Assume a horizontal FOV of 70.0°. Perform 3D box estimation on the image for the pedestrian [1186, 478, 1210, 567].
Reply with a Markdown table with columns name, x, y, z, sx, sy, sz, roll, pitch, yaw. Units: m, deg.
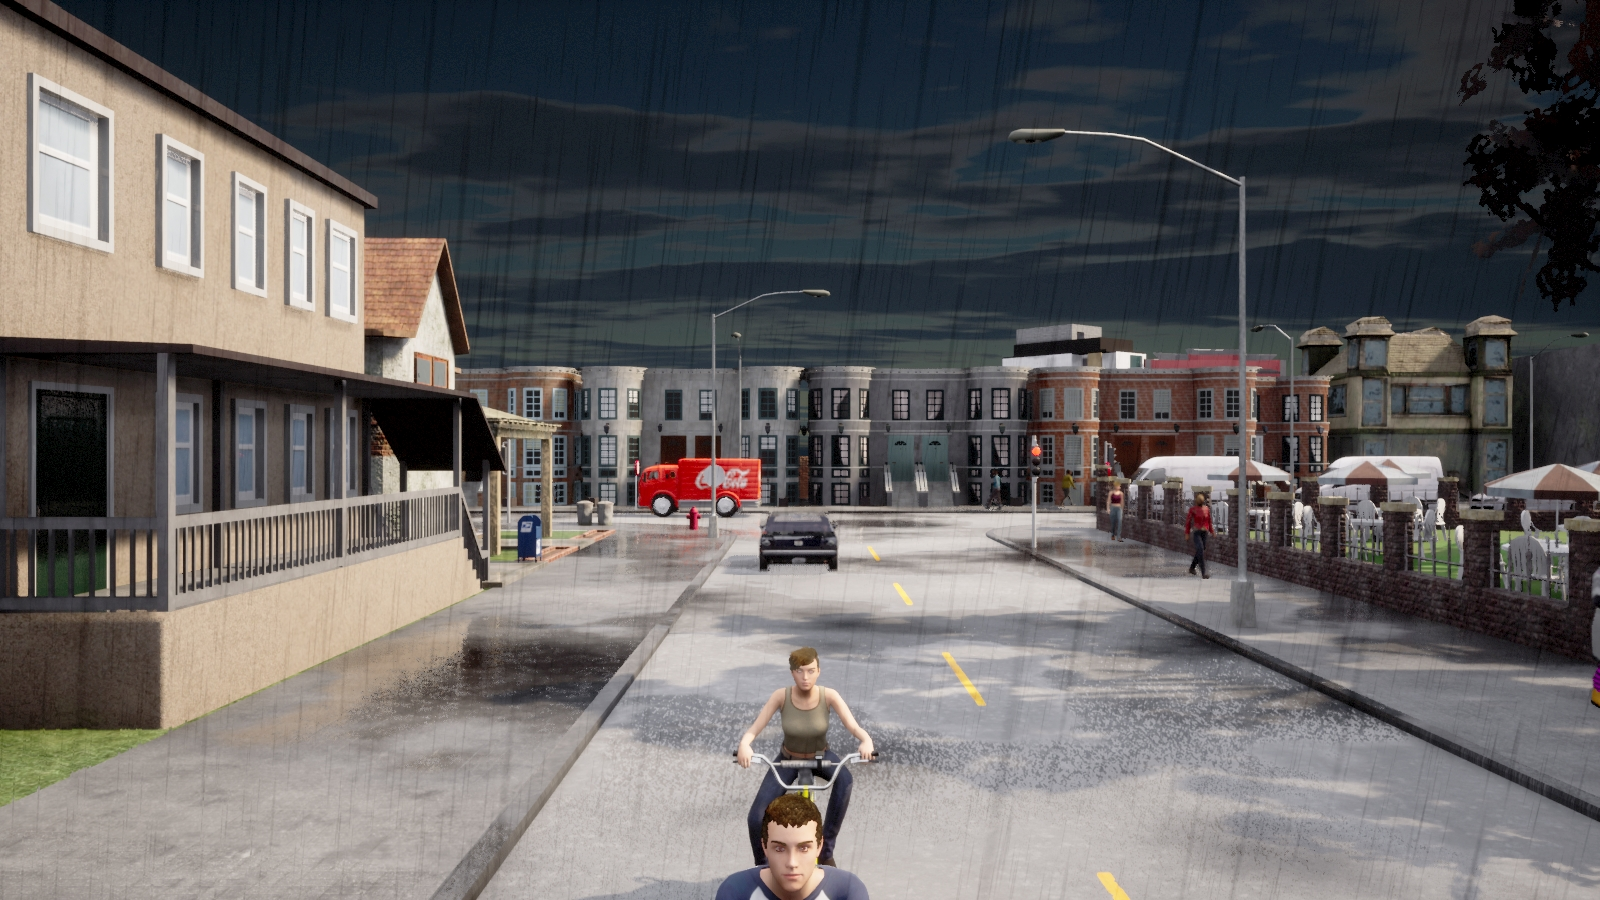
| name | x | y | z | sx | sy | sz | roll | pitch | yaw |
| --- | --- | --- | --- | --- | --- | --- | --- | --- | --- |
| pedestrian | 8.424 | 1.534 | 24.183 | 0.375 | 1.860 | 0.375 | 0 | 0 | -3 |

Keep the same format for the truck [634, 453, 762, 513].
| name | x | y | z | sx | sy | sz | roll | pitch | yaw |
| --- | --- | --- | --- | --- | --- | --- | --- | --- | --- |
| truck | -4.280 | 1.369 | 48.834 | 5.204 | 2.467 | 2.627 | 0 | 0 | 1 |

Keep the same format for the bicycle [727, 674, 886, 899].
| name | x | y | z | sx | sy | sz | roll | pitch | yaw |
| --- | --- | --- | --- | --- | --- | --- | --- | --- | --- |
| bicycle | 0.033 | 2.040 | 6.906 | 0.859 | 1.080 | 1.487 | 0 | 0 | 0 |

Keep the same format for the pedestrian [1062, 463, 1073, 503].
| name | x | y | z | sx | sy | sz | roll | pitch | yaw |
| --- | --- | --- | --- | --- | --- | --- | --- | --- | --- |
| pedestrian | 12.562 | 1.546 | 53.625 | 0.375 | 1.860 | 0.375 | 0 | 0 | -22 |

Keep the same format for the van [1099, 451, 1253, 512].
| name | x | y | z | sx | sy | sz | roll | pitch | yaw |
| --- | --- | --- | --- | --- | --- | --- | --- | --- | --- |
| van | 16.012 | 1.335 | 48.876 | 5.915 | 2.561 | 1.988 | 0 | 0 | 0 |

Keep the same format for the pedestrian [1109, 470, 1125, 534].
| name | x | y | z | sx | sy | sz | roll | pitch | yaw |
| --- | --- | --- | --- | --- | --- | --- | --- | --- | --- |
| pedestrian | 9.324 | 1.531 | 33.627 | 0.375 | 1.860 | 0.375 | 0 | 0 | 1 |

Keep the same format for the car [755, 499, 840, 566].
| name | x | y | z | sx | sy | sz | roll | pitch | yaw |
| --- | --- | --- | --- | --- | --- | --- | --- | --- | --- |
| car | -0.078 | 1.947 | 27.858 | 1.895 | 1.301 | 4.718 | 0 | 0 | 0 |

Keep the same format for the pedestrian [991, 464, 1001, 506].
| name | x | y | z | sx | sy | sz | roll | pitch | yaw |
| --- | --- | --- | --- | --- | --- | --- | --- | --- | --- |
| pedestrian | 8.750 | 1.545 | 50.989 | 0.375 | 1.860 | 0.375 | 0 | 0 | 28 |

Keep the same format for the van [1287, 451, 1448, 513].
| name | x | y | z | sx | sy | sz | roll | pitch | yaw |
| --- | --- | --- | --- | --- | --- | --- | --- | --- | --- |
| van | 24.218 | 1.335 | 48.884 | 5.915 | 2.561 | 1.988 | 0 | 0 | 0 |

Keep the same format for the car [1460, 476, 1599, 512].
| name | x | y | z | sx | sy | sz | roll | pitch | yaw |
| --- | --- | --- | --- | --- | --- | --- | --- | --- | --- |
| car | 31.329 | 1.861 | 48.882 | 4.892 | 1.480 | 2.231 | 0 | 0 | 0 |

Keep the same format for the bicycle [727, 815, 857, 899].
| name | x | y | z | sx | sy | sz | roll | pitch | yaw |
| --- | --- | --- | --- | --- | --- | --- | --- | --- | --- |
| bicycle | -0.022 | 1.938 | 3.212 | 0.373 | 1.296 | 1.643 | 0 | 0 | 0 |
